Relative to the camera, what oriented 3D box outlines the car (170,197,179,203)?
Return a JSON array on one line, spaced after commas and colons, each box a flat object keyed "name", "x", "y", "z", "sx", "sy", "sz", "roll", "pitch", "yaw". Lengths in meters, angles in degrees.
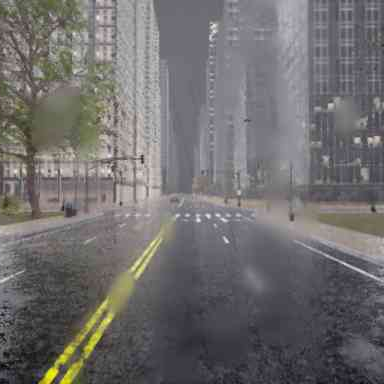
[{"name": "car", "x": -4.057, "y": 1.818, "z": 77.790, "sx": 1.994, "sy": 1.385, "sz": 4.181, "roll": 0, "pitch": 0, "yaw": -1}]
